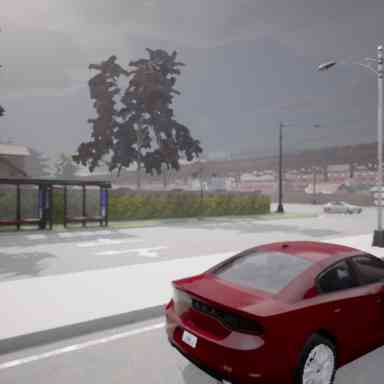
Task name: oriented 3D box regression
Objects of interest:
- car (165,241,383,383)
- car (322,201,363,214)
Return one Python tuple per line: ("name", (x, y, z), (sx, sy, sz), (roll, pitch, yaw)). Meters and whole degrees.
("car", (1.988, 1.516, 5.165), (5.008, 1.535, 1.882), (1, 0, -35))
("car", (17.793, 1.841, 39.552), (1.812, 1.442, 4.674), (1, 0, -35))
